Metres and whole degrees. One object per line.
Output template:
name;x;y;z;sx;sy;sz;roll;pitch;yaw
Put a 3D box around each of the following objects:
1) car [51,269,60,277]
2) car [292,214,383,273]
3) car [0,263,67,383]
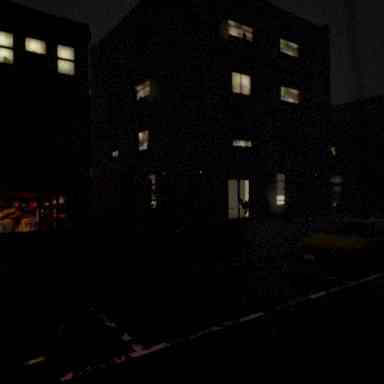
car;-3.798;1.564;3.852;4.403;1.369;2.008;-1;0;-36
car;5.052;1.390;10.174;4.829;1.417;1.752;-1;0;-36
car;-3.079;1.504;1.181;5.008;1.535;1.882;-1;1;-36
